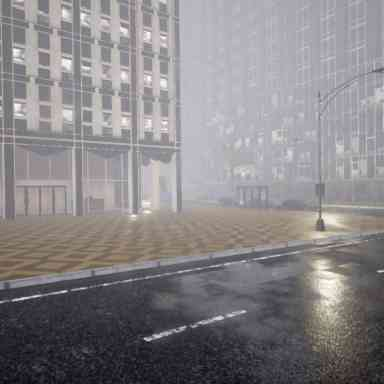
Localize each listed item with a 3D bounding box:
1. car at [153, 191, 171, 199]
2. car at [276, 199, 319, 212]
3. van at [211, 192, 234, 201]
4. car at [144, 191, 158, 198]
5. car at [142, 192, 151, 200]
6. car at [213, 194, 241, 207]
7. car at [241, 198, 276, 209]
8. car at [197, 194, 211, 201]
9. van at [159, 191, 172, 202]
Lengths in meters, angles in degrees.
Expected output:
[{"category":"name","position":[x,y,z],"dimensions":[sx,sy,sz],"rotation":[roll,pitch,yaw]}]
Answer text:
[{"category":"car","position":[-7.055,0.612,78.197],"dimensions":[2.192,1.841,5.009],"rotation":[0,1,-34]},{"category":"car","position":[11.675,1.422,35.905],"dimensions":[1.947,1.339,4.313],"rotation":[-1,1,-34]},{"category":"van","position":[5.817,0.853,59.457],"dimensions":[1.690,1.788,3.998],"rotation":[-1,1,-34]},{"category":"car","position":[-10.273,0.683,82.883],"dimensions":[1.967,1.590,4.097],"rotation":[0,1,-34]},{"category":"car","position":[-10.744,1.037,68.771],"dimensions":[2.008,1.369,4.403],"rotation":[0,1,-34]},{"category":"car","position":[5.301,1.317,45.319],"dimensions":[1.947,1.339,4.313],"rotation":[-1,1,-34]},{"category":"car","position":[8.471,1.386,40.602],"dimensions":[1.802,1.307,4.206],"rotation":[-1,1,-34]},{"category":"car","position":[2.600,1.041,64.145],"dimensions":[1.802,1.307,4.206],"rotation":[-1,1,-34]},{"category":"van","position":[-4.308,0.935,59.399],"dimensions":[1.690,1.788,3.998],"rotation":[0,1,-34]}]
